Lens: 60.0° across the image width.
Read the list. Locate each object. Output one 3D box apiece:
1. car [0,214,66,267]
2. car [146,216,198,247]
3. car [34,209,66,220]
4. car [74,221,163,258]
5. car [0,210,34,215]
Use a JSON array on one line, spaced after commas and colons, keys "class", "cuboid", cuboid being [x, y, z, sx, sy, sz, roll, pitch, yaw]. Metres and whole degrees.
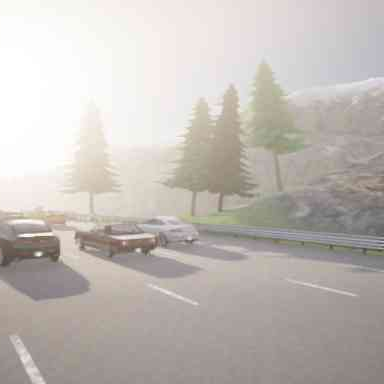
[{"class": "car", "cuboid": [-6.657, 1.842, 12.912, 1.837, 1.490, 4.892, 2, -2, -40]}, {"class": "car", "cuboid": [-1.612, 2.017, 17.771, 1.812, 1.442, 4.674, 2, -2, -40]}, {"class": "car", "cuboid": [-13.206, 2.262, 30.171, 5.008, 1.535, 1.882, -1, -2, 44]}, {"class": "car", "cuboid": [-3.507, 1.997, 14.608, 1.895, 1.301, 4.718, 2, -2, -40]}, {"class": "car", "cuboid": [-14.892, 2.194, 26.932, 4.892, 1.490, 1.837, -1, -2, 44]}]
